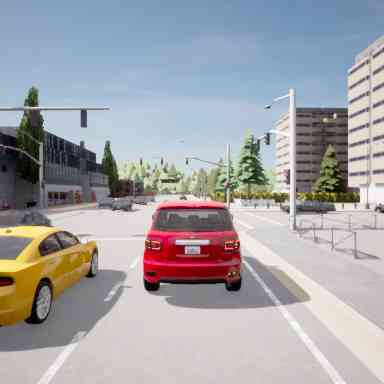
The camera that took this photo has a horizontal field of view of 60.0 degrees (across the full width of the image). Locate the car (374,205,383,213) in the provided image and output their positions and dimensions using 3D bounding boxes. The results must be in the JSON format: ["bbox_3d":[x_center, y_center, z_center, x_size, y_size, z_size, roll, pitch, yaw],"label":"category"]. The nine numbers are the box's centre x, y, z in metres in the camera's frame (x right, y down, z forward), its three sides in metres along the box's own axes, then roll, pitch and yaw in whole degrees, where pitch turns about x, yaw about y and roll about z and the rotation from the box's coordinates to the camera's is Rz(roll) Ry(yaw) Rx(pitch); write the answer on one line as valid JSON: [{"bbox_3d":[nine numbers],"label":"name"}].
[{"bbox_3d":[22.166,1.547,34.908,5.357,1.411,2.033,0,0,-2],"label":"car"}]

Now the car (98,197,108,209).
[{"bbox_3d":[-11.819,1.504,46.753,1.837,1.490,4.892,0,0,-2],"label":"car"}]

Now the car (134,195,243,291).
[{"bbox_3d":[0.016,1.221,9.135,2.150,2.045,5.566,0,0,0],"label":"car"}]

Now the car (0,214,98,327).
[{"bbox_3d":[-3.478,1.478,7.147,1.882,1.535,5.008,0,0,0],"label":"car"}]

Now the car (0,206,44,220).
[{"bbox_3d":[-7.242,1.505,13.388,1.837,1.490,4.892,0,0,-1],"label":"car"}]

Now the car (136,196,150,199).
[{"bbox_3d":[-8.534,1.504,54.717,1.837,1.490,4.892,0,0,-1],"label":"car"}]

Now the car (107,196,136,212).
[{"bbox_3d":[-8.044,1.506,38.440,1.837,1.490,4.892,0,0,-2],"label":"car"}]

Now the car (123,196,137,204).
[{"bbox_3d":[-12.283,1.492,66.257,2.128,1.511,4.902,0,0,-1],"label":"car"}]

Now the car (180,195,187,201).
[{"bbox_3d":[-2.338,1.524,87.216,1.812,1.442,4.674,0,0,-2],"label":"car"}]

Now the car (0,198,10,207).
[{"bbox_3d":[-20.507,1.352,32.807,4.553,1.767,2.097,0,0,-3],"label":"car"}]

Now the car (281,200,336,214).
[{"bbox_3d":[12.083,1.547,34.603,5.357,1.411,2.033,0,0,-2],"label":"car"}]
